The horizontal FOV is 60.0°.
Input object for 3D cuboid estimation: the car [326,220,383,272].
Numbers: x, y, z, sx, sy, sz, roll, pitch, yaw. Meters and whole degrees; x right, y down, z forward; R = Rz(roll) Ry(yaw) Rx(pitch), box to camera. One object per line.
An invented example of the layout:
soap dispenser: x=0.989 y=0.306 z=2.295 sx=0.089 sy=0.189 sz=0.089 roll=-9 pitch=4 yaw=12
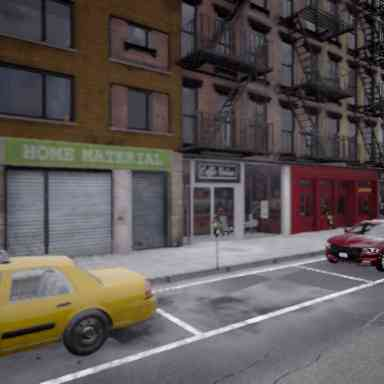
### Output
car: x=6.239 y=1.602 z=10.996 sx=4.507 sy=1.381 sz=1.887 roll=0 pitch=-1 yaw=-36

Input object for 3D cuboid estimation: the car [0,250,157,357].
car: x=-2.847 y=1.526 z=4.510 sx=4.829 sy=1.417 sz=1.752 roll=0 pitch=-1 yaw=-36
